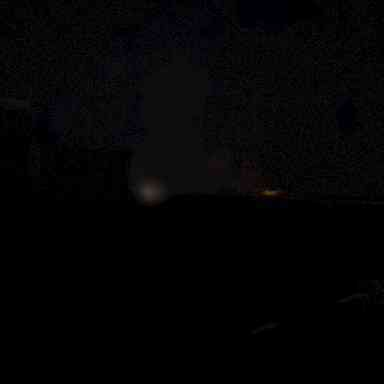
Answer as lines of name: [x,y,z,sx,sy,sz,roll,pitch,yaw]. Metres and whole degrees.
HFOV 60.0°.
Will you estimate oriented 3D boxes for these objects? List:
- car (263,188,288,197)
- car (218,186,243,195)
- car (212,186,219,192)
car: [15.483,0.075,61.959,1.882,1.535,5.008,0,2,-36]
car: [8.172,-0.215,67.460,2.128,1.511,4.902,1,1,-35]
car: [6.277,-0.572,74.843,1.994,1.385,4.181,0,2,-36]
